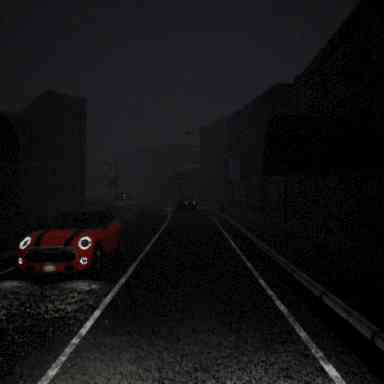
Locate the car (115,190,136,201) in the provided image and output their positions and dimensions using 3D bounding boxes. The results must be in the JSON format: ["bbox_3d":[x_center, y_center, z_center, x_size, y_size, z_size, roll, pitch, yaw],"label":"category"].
[{"bbox_3d":[-10.655,0.496,53.232,2.097,1.767,4.553,1,1,-30],"label":"car"}]

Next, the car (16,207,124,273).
[{"bbox_3d":[-3.618,1.332,10.654,2.097,1.767,4.553,0,0,0],"label":"car"}]

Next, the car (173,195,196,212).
[{"bbox_3d":[-0.835,1.078,34.950,2.097,1.767,4.553,0,1,-8],"label":"car"}]
